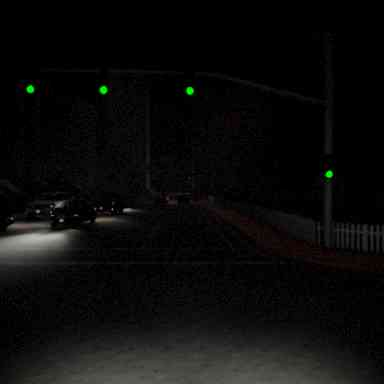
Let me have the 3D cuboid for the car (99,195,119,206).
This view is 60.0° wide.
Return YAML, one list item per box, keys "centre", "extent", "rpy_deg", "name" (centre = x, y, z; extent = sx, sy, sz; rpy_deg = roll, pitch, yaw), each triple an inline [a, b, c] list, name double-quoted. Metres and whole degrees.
- centre: [-11.730, 1.198, 47.412]
  extent: [1.812, 1.442, 4.674]
  rpy_deg: [0, 0, -1]
  name: "car"

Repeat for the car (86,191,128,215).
- centre: [-7.787, 1.007, 30.967]
  extent: [2.150, 2.045, 5.566]
  rpy_deg: [0, 0, -2]
  name: "car"

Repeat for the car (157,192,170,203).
- centre: [-5.017, 0.962, 58.985]
  extent: [2.097, 1.767, 4.553]
  rpy_deg: [0, 0, -2]
  name: "car"

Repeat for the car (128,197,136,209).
- centre: [-8.081, 1.265, 41.323]
  extent: [2.033, 1.411, 5.357]
  rpy_deg: [0, 0, -1]
  name: "car"

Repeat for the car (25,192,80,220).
- centre: [-11.164, 1.028, 26.689]
  extent: [2.150, 2.045, 5.566]
  rpy_deg: [0, 0, -2]
  name: "car"

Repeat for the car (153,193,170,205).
- centre: [-4.764, 1.229, 50.427]
  extent: [1.994, 1.385, 4.181]
  rpy_deg: [0, 0, -2]
  name: "car"

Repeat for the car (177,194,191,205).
- centre: [-1.247, 1.180, 49.904]
  extent: [1.837, 1.490, 4.892]
  rpy_deg: [0, 0, -2]
  name: "car"

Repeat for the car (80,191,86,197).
- centre: [-11.460, 0.961, 37.052]
  extent: [2.150, 2.045, 5.566]
  rpy_deg: [0, 0, -2]
  name: "car"

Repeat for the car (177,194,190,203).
- centre: [-1.520, 1.107, 59.120]
  extent: [2.128, 1.511, 4.902]
  rpy_deg: [0, 0, -2]
  name: "car"

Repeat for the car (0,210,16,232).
- centre: [-10.933, 1.420, 16.510]
  extent: [2.033, 1.411, 5.357]
  rpy_deg: [0, 0, 1]
  name: "car"

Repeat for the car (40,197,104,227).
- centre: [-7.507, 1.339, 21.399]
  extent: [2.128, 1.511, 4.902]
  rpy_deg: [0, 0, -2]
  name: "car"
